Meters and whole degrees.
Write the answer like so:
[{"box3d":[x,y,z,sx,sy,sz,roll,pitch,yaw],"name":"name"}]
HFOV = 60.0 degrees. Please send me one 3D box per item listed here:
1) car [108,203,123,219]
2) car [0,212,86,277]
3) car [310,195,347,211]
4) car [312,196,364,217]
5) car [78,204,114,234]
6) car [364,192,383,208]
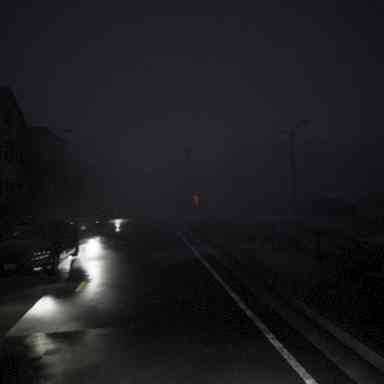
[{"box3d":[-8.266,1.884,34.288,1.882,1.535,5.008,-2,-1,-8],"name":"car"},{"box3d":[-5.051,1.683,11.040,1.882,1.535,5.008,-2,0,-8],"name":"car"},{"box3d":[14.388,1.123,35.341,1.970,1.475,3.806,-2,0,-8],"name":"car"},{"box3d":[11.774,1.239,27.841,2.007,1.523,4.514,-2,0,-8],"name":"car"},{"box3d":[-6.495,1.786,21.316,2.128,1.511,4.902,-2,0,-8],"name":"car"},{"box3d":[20.688,0.852,36.580,2.152,1.636,5.027,-2,0,-8],"name":"car"}]
